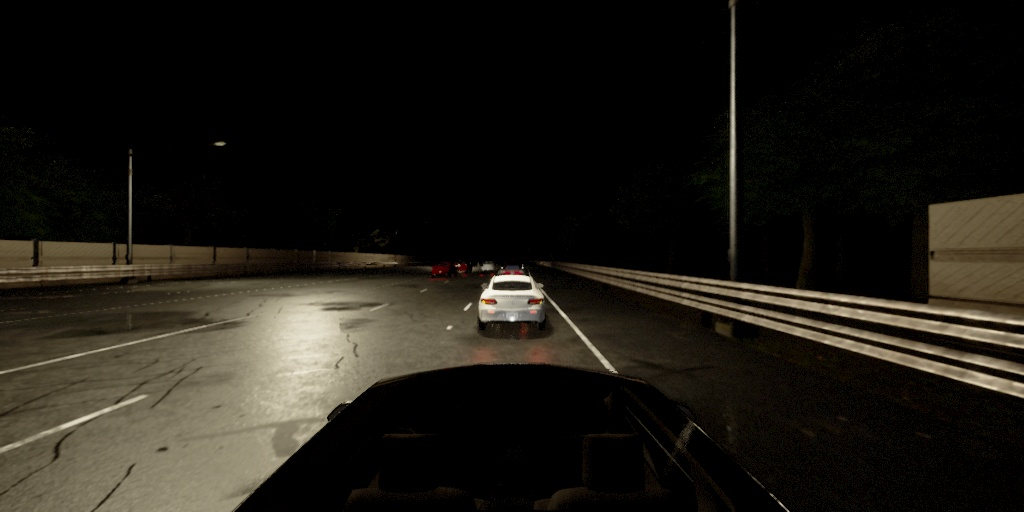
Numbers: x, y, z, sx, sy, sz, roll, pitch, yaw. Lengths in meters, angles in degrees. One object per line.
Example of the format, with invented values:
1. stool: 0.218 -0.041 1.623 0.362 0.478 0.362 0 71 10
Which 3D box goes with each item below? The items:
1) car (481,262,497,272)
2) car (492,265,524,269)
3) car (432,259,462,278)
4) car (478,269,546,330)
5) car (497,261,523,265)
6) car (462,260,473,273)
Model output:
1. car: -2.901 1.434 46.728 1.812 1.442 4.674 0 0 2
2. car: -0.001 1.384 20.100 1.895 1.301 4.718 0 0 0
3. car: -6.727 1.345 36.358 1.882 1.535 5.008 0 0 2
4. car: 0.007 1.283 11.067 1.812 1.442 4.674 0 0 0
5. car: 0.047 1.363 29.374 1.994 1.385 4.181 0 0 0
6. car: -6.414 1.276 46.435 2.097 1.767 4.553 0 0 2
